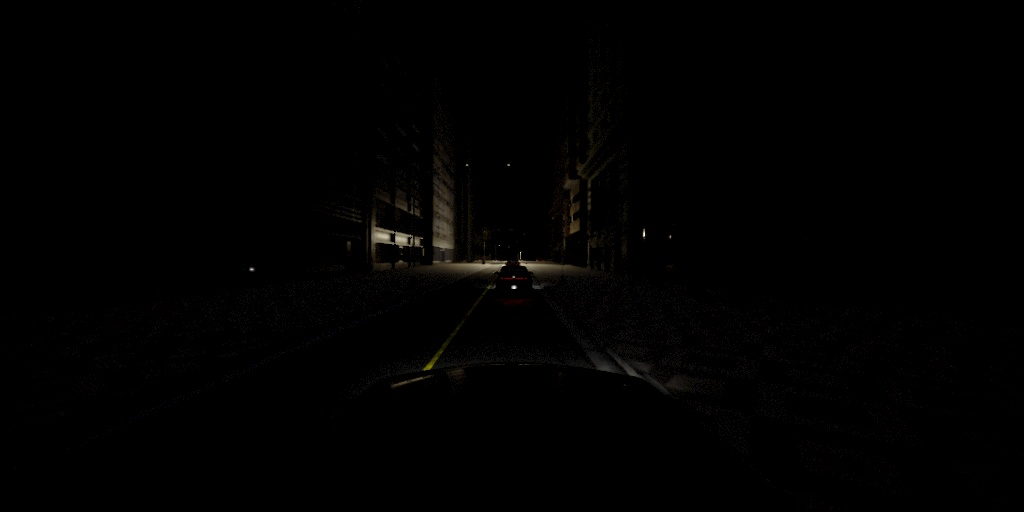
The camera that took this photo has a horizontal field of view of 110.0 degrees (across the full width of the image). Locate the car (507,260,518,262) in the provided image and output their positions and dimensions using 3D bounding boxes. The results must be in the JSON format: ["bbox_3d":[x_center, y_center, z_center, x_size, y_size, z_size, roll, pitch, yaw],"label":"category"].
[{"bbox_3d":[0.109,1.241,45.966,1.882,1.535,5.008,0,0,0],"label":"car"}]

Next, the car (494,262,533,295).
[{"bbox_3d":[0.102,1.260,19.728,1.837,1.490,4.892,0,0,0],"label":"car"}]
